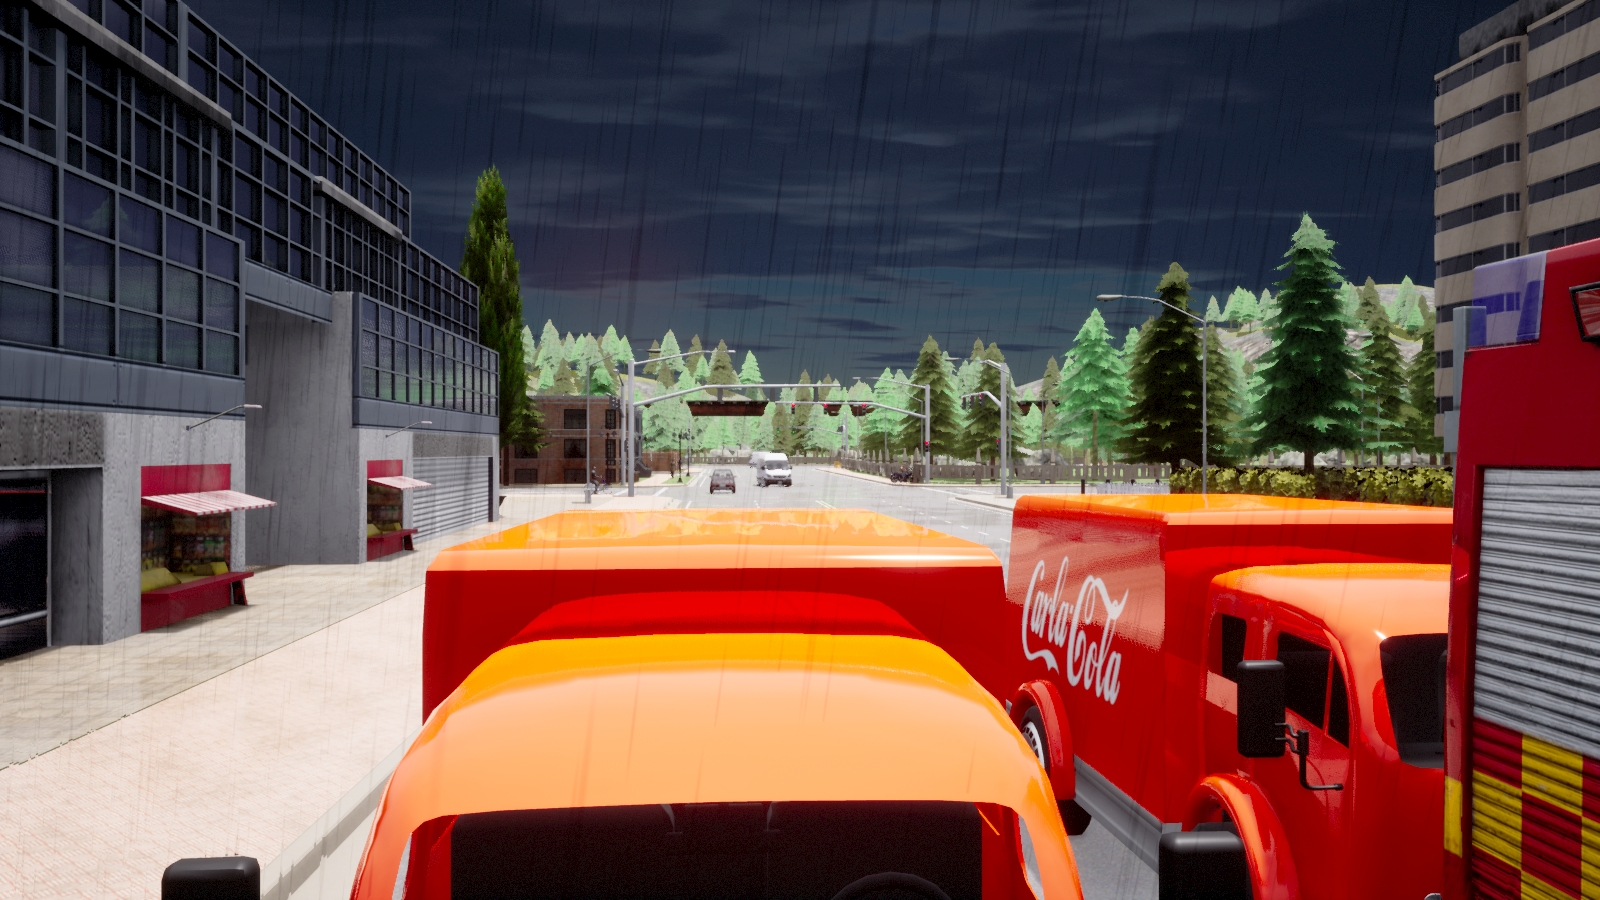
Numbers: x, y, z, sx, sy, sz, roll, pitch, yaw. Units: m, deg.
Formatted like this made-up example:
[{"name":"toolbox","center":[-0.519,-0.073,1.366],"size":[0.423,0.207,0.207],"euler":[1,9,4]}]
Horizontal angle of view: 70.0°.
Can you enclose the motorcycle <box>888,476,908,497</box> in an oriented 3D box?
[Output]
[{"name":"motorcycle","center":[5.944,2.205,69.519],"size":[0.867,1.251,2.209],"euler":[0,0,-4]}]

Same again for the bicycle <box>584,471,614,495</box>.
[{"name":"bicycle","center":[-12.531,2.060,71.198],"size":[1.835,1.471,0.329],"euler":[0,0,-11]}]

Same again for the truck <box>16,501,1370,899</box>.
[{"name":"truck","center":[-0.347,1.568,4.821],"size":[2.627,2.467,5.204],"euler":[0,0,-4]}]

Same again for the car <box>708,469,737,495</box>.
[{"name":"car","center":[-4.948,2.026,73.253],"size":[1.789,1.549,3.705],"euler":[0,0,-4]}]

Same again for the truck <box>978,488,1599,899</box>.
[{"name":"truck","center":[3.003,1.568,7.234],"size":[2.627,2.467,5.204],"euler":[0,0,-4]}]
